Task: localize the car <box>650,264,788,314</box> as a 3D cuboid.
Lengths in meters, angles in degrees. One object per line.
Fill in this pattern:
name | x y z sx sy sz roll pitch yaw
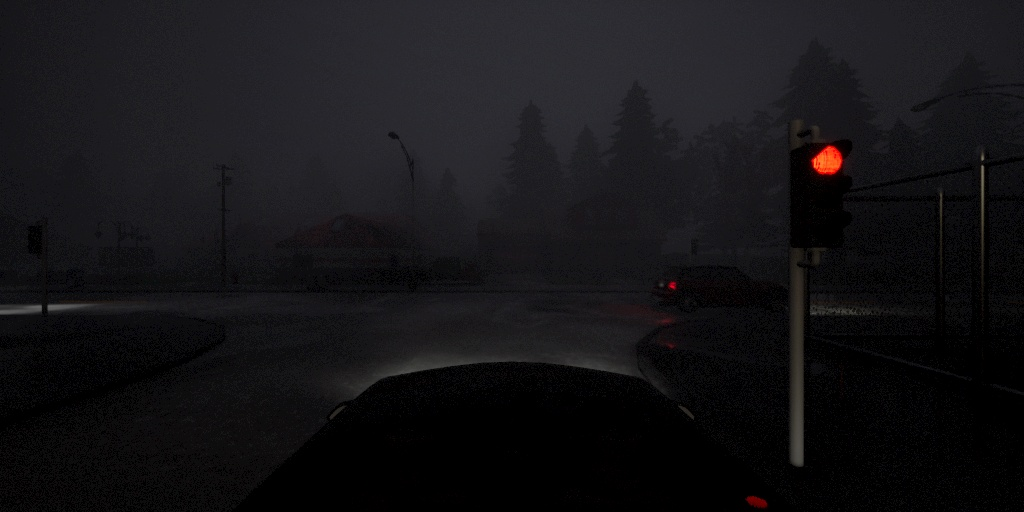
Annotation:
car | 7.685 1.099 13.346 4.553 1.767 2.097 0 0 0
